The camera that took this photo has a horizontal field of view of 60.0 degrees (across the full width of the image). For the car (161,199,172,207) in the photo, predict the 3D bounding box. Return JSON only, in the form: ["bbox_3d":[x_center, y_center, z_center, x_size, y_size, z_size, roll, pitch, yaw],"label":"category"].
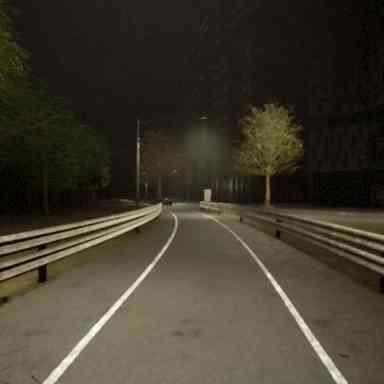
[{"bbox_3d":[-5.011,1.966,62.704,2.128,1.511,4.902,1,-1,-17],"label":"car"}]
